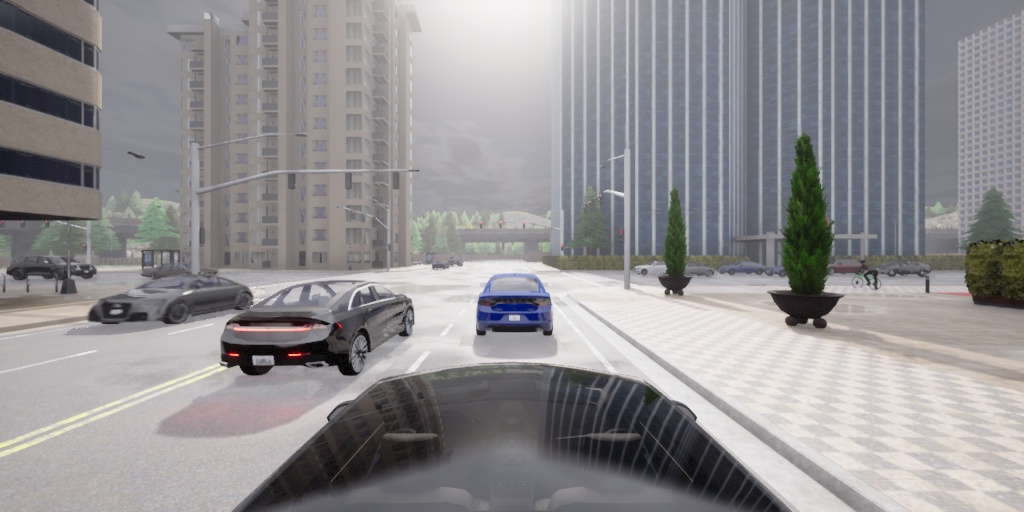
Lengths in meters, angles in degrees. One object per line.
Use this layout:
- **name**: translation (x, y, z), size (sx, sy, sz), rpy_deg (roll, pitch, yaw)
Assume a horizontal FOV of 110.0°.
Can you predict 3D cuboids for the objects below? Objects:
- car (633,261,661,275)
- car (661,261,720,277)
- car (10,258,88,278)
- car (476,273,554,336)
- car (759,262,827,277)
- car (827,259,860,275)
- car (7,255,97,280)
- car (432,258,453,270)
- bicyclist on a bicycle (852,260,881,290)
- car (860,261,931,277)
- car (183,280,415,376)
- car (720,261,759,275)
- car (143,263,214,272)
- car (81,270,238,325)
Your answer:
- **car**: translation (15.191, 1.267, 37.824), size (4.674, 1.442, 1.812), rpy_deg (0, 0, -1)
- **car**: translation (16.994, 1.305, 34.343), size (4.181, 1.385, 1.994), rpy_deg (0, 0, -1)
- **car**: translation (-43.384, 1.094, 33.694), size (4.553, 1.767, 2.097), rpy_deg (0, 0, -1)
- **car**: translation (0.071, 1.225, 10.455), size (1.882, 1.535, 5.008), rpy_deg (0, 0, 0)
- **car**: translation (26.913, 1.267, 34.440), size (4.674, 1.442, 1.812), rpy_deg (0, 0, 0)
- **car**: translation (34.359, 1.093, 38.014), size (4.553, 1.767, 2.097), rpy_deg (0, 0, 0)
- **car**: translation (-38.487, 0.964, 30.072), size (5.566, 2.045, 2.150), rpy_deg (0, 0, 0)
- **car**: translation (-10.621, 1.338, 53.575), size (1.895, 1.301, 4.718), rpy_deg (0, 0, 0)
- **bicyclist on a bicycle**: translation (19.632, 1.046, 19.886), size (0.582, 1.620, 1.656), rpy_deg (0, 0, -1)
- **car**: translation (37.234, 1.233, 34.538), size (4.902, 1.511, 2.128), rpy_deg (0, 0, 0)
- **car**: translation (-3.446, 1.240, 7.416), size (2.128, 1.511, 4.902), rpy_deg (0, 0, 0)
- **car**: translation (24.274, 1.267, 37.917), size (4.674, 1.442, 1.812), rpy_deg (0, 0, 0)
- **car**: translation (-27.822, 1.290, 30.167), size (5.357, 1.411, 2.033), rpy_deg (0, 0, -1)
- **car**: translation (-10.605, 1.311, 11.599), size (1.994, 1.385, 4.181), rpy_deg (0, 0, 0)
